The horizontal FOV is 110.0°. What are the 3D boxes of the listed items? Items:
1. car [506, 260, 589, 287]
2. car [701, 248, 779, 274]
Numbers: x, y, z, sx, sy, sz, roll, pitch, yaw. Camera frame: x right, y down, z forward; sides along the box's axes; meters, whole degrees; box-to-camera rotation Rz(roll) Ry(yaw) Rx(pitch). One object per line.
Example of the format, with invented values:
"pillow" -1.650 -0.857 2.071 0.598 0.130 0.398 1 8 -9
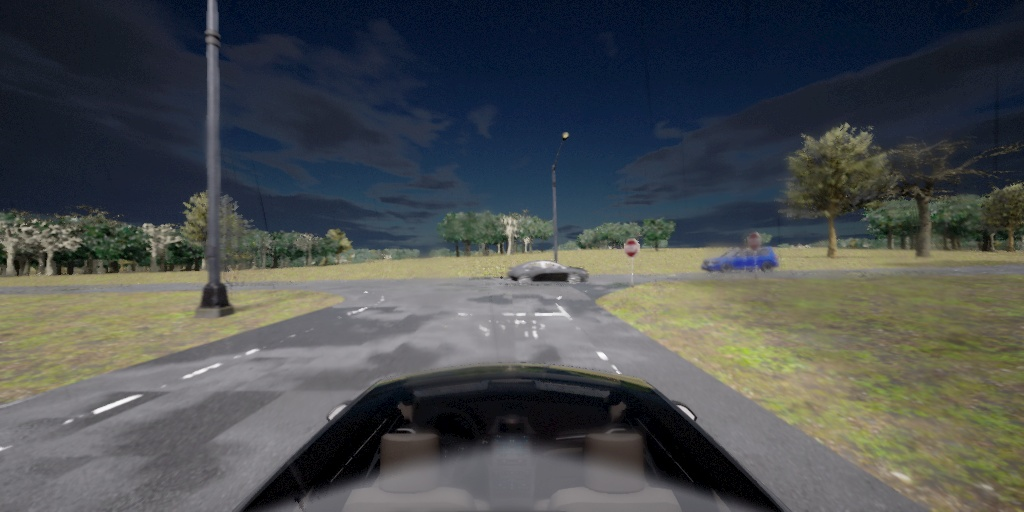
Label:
"car" 2.090 0.993 21.544 4.902 1.511 2.128 -1 1 -1
"car" 18.301 0.443 28.852 5.566 2.045 2.150 -2 -1 -1
